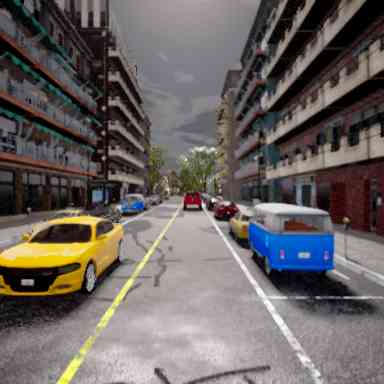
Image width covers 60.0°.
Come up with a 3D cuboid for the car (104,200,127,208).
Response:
[{"bbox_3d":[-5.687,1.430,21.033,1.947,1.339,4.313,1,0,0],"label":"car"}]

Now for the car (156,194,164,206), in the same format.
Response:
[{"bbox_3d":[-5.695,1.237,48.888,2.008,1.369,4.403,1,0,0],"label":"car"}]

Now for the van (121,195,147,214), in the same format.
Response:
[{"bbox_3d":[-5.688,1.134,32.174,1.690,1.788,3.998,1,0,0],"label":"van"}]

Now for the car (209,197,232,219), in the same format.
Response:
[{"bbox_3d":[2.671,1.374,26.567,1.887,1.381,4.507,1,0,0],"label":"car"}]

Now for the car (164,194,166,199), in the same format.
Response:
[{"bbox_3d":[-5.697,1.233,54.459,1.802,1.307,4.206,1,0,0],"label":"car"}]

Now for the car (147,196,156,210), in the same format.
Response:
[{"bbox_3d":[-5.692,1.308,37.745,2.008,1.369,4.403,1,0,0],"label":"car"}]

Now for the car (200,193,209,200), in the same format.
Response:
[{"bbox_3d":[2.814,1.060,76.705,2.008,1.369,4.403,1,0,0],"label":"car"}]

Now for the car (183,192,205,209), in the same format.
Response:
[{"bbox_3d":[0.088,0.961,40.711,2.150,2.045,5.566,0,1,0],"label":"car"}]

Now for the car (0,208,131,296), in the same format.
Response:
[{"bbox_3d":[-3.101,1.420,8.771,1.882,1.535,5.008,0,0,0],"label":"car"}]

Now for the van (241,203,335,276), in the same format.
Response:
[{"bbox_3d":[2.703,1.277,9.852,1.690,1.788,3.998,1,0,0],"label":"van"}]

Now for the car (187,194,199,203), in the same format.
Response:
[{"bbox_3d":[0.084,1.172,58.596,2.033,1.411,5.357,0,0,0],"label":"car"}]

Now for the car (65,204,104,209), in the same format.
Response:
[{"bbox_3d":[-5.685,1.426,15.292,1.752,1.417,4.829,1,0,0],"label":"car"}]

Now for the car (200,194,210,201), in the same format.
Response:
[{"bbox_3d":[2.816,1.095,71.135,2.008,1.369,4.403,1,0,0],"label":"car"}]

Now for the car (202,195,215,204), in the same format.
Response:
[{"bbox_3d":[2.651,1.202,54.422,2.008,1.369,4.403,1,0,0],"label":"car"}]

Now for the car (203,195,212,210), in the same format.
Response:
[{"bbox_3d":[2.655,1.324,37.709,1.947,1.339,4.313,1,0,0],"label":"car"}]

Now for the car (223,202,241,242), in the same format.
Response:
[{"bbox_3d":[2.703,1.425,15.595,1.752,1.417,4.829,1,0,0],"label":"car"}]

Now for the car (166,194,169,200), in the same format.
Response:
[{"bbox_3d":[-5.791,1.124,71.575,1.802,1.307,4.206,1,0,0],"label":"car"}]
